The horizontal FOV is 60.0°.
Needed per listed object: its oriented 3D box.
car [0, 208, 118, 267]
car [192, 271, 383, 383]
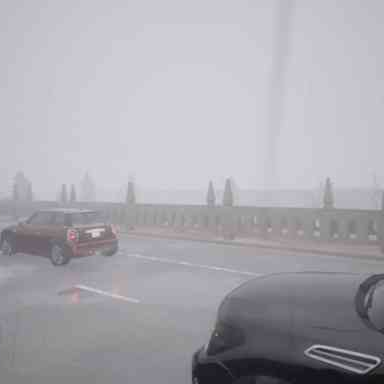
[{"bbox_3d":[-4.749,1.357,11.677,4.553,1.767,2.097,0,0,35],"label":"car"},{"bbox_3d":[2.653,1.221,2.100,5.566,2.045,2.150,0,0,35],"label":"car"}]
